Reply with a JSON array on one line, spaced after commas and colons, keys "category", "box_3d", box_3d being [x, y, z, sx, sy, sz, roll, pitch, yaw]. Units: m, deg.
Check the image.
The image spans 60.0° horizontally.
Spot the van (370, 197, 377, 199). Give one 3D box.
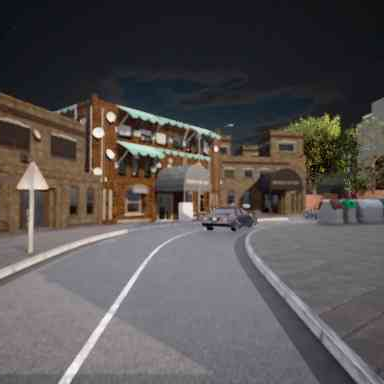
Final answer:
[{"category": "van", "box_3d": [23.711, 1.518, 40.212, 1.878, 1.987, 4.442, -3, -2, -12]}]

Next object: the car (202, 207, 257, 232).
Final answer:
[{"category": "car", "box_3d": [2.479, 1.652, 20.982, 2.033, 1.411, 5.357, -1, -2, 28]}]

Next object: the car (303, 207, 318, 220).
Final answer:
[{"category": "car", "box_3d": [13.380, 1.979, 33.101, 4.674, 1.442, 1.812, -1, -2, -16]}]
